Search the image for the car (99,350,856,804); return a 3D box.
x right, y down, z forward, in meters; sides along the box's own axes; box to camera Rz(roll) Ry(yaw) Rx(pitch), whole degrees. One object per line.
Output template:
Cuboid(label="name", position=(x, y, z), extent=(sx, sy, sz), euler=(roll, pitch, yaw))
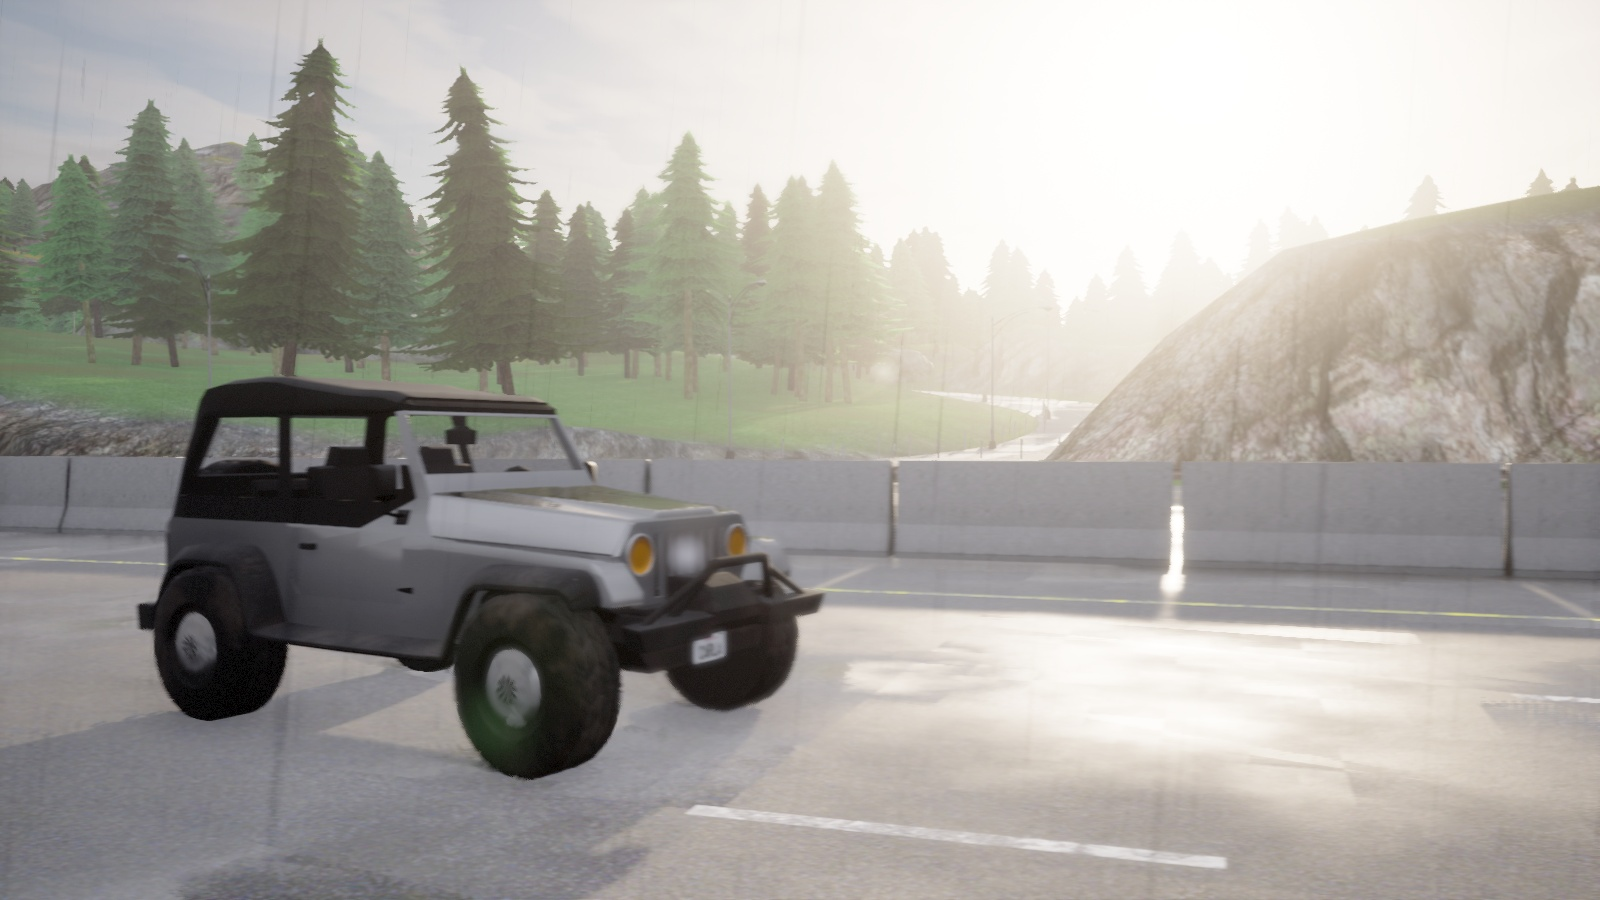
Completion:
Cuboid(label="car", position=(-1.853, 0.503, 7.004), extent=(3.866, 1.878, 1.905), euler=(1, 0, 31))
